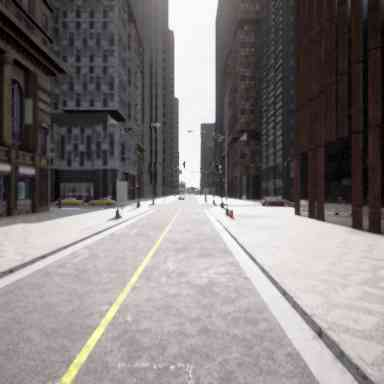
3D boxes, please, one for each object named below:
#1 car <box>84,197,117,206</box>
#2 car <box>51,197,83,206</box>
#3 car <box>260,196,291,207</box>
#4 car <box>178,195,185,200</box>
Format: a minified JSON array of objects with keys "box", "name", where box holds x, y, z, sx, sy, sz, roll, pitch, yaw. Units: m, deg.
[{"box":[-15.010,1.584,55.979,4.829,1.417,1.752,0,0,0],"name":"car"},{"box":[-20.611,1.599,56.014,4.829,1.417,1.752,0,0,0],"name":"car"},{"box":[11.901,1.397,47.287,4.097,1.590,1.967,0,0,0],"name":"car"},{"box":[-2.986,1.570,94.547,2.033,1.411,5.357,0,0,0],"name":"car"}]
